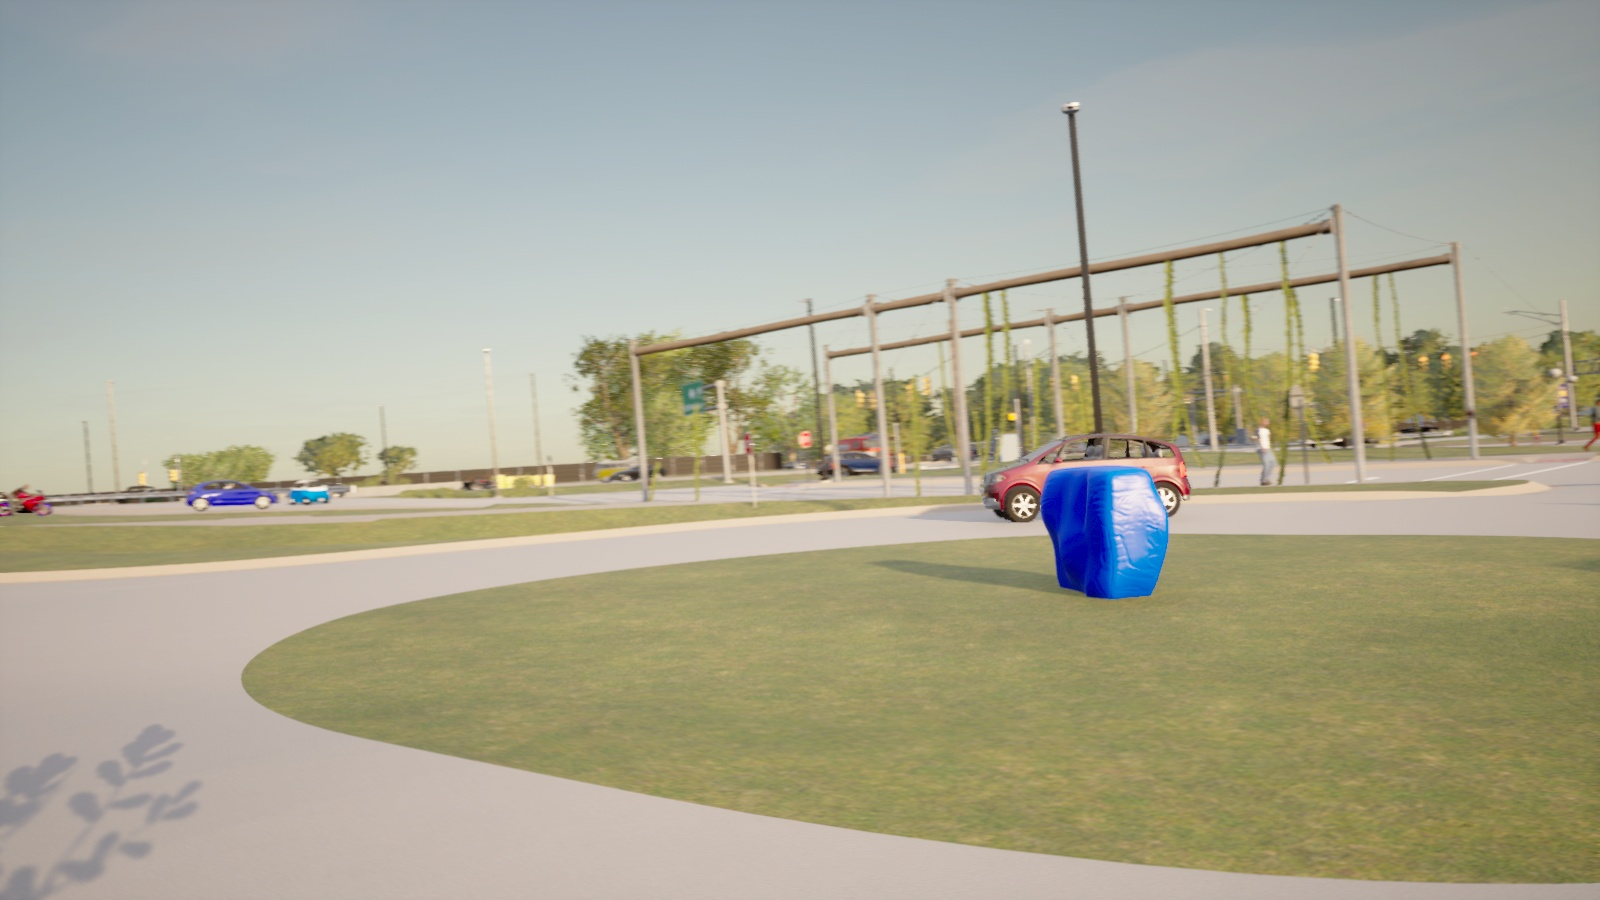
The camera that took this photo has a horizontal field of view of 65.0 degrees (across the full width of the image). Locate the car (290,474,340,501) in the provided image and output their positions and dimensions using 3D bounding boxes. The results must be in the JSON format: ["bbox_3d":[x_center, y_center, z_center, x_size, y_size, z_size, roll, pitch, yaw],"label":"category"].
[{"bbox_3d":[-26.824,2.090,69.430,2.207,1.376,1.481,-2,1,31],"label":"car"}]

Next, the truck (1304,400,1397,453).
[{"bbox_3d":[39.676,-1.705,90.422,7.936,3.462,2.891,-2,-2,-42],"label":"truck"}]

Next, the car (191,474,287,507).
[{"bbox_3d":[-27.374,1.965,61.361,4.193,1.474,1.816,-1,-2,-24],"label":"car"}]

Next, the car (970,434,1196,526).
[{"bbox_3d":[5.121,0.534,23.103,3.705,1.549,1.789,-1,0,0],"label":"car"}]

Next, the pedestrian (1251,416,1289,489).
[{"bbox_3d":[12.249,0.075,32.702,0.354,1.836,0.706,-4,-1,-44],"label":"pedestrian"}]

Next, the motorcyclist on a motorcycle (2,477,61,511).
[{"bbox_3d":[-35.405,2.032,57.885,2.191,1.530,0.866,0,-2,-23],"label":"motorcyclist on a motorcycle"}]

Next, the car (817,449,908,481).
[{"bbox_3d":[3.656,0.866,73.374,4.856,1.649,2.033,-2,-1,-24],"label":"car"}]

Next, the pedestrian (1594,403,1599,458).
[{"bbox_3d":[27.171,-0.689,42.244,0.614,1.847,0.353,-5,-1,40],"label":"pedestrian"}]
